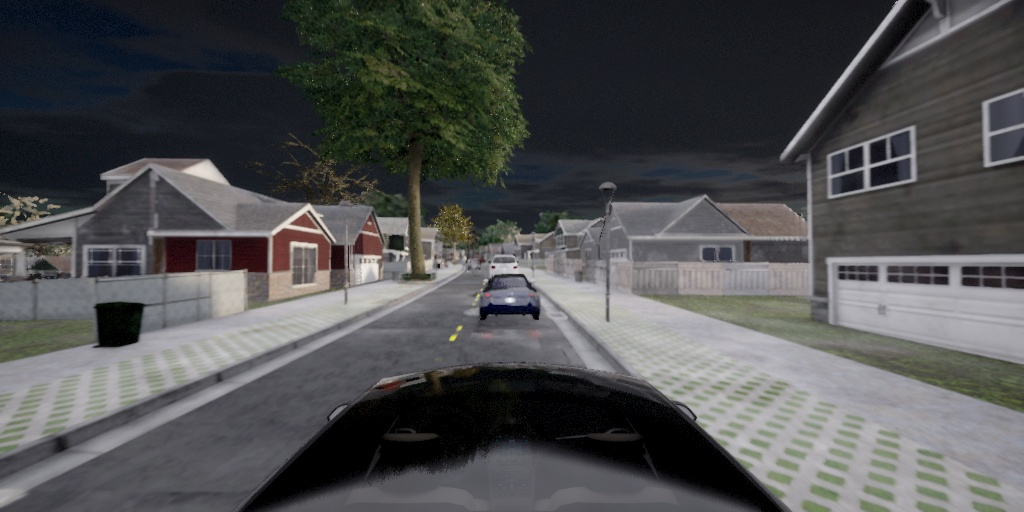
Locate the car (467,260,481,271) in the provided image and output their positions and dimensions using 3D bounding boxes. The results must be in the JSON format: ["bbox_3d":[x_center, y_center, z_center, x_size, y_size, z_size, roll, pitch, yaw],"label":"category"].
[{"bbox_3d":[-5.276,1.284,50.230,2.128,1.511,4.902,0,0,-5],"label":"car"}]

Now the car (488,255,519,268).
[{"bbox_3d":[-0.659,0.948,27.781,2.150,2.045,5.566,0,0,-3],"label":"car"}]

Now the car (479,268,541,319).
[{"bbox_3d":[-0.092,1.292,12.716,1.994,1.385,4.181,0,0,-1],"label":"car"}]
